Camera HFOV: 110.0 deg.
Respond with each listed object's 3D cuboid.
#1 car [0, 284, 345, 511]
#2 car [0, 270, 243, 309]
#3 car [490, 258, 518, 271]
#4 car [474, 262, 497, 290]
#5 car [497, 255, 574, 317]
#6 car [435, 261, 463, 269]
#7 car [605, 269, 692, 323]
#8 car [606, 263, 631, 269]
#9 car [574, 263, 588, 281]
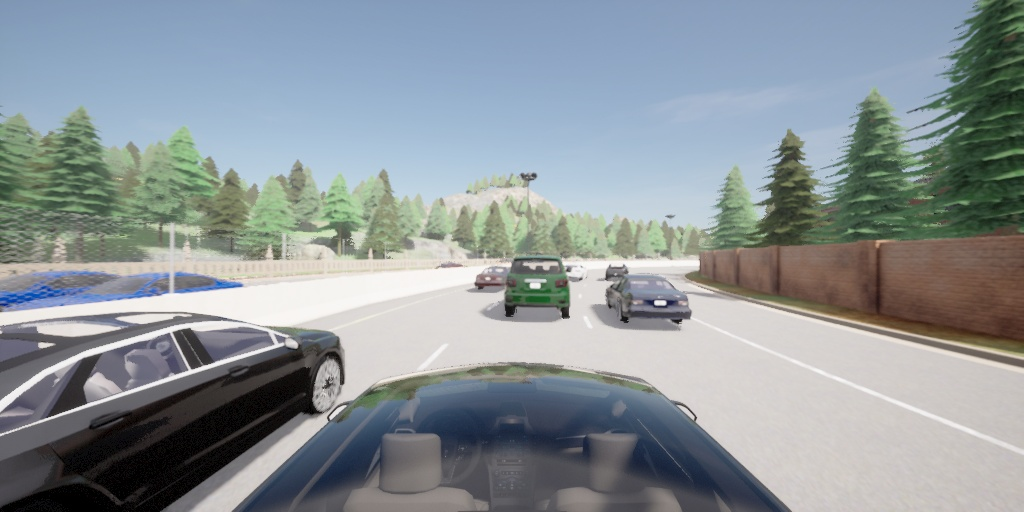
[{"bbox_3d":[-3.254,1.231,3.087,2.128,1.511,4.902,0,0,1],"label":"car"},{"bbox_3d":[-10.043,1.202,9.924,1.882,1.535,5.008,0,0,5],"label":"car"},{"bbox_3d":[-1.063,1.202,51.329,2.097,1.767,4.553,0,0,29],"label":"car"},{"bbox_3d":[-0.785,1.338,22.650,2.033,1.411,5.357,0,0,13],"label":"car"},{"bbox_3d":[1.068,1.001,13.518,2.150,2.045,5.566,0,0,8],"label":"car"},{"bbox_3d":[-7.929,1.372,45.301,1.994,1.385,4.181,0,0,25],"label":"car"},{"bbox_3d":[4.404,1.338,12.314,2.033,1.411,5.357,0,0,8],"label":"car"},{"bbox_3d":[9.503,1.346,32.179,2.128,1.511,4.902,0,0,20],"label":"car"},{"bbox_3d":[5.459,1.361,31.335,1.812,1.442,4.674,0,0,19],"label":"car"}]
